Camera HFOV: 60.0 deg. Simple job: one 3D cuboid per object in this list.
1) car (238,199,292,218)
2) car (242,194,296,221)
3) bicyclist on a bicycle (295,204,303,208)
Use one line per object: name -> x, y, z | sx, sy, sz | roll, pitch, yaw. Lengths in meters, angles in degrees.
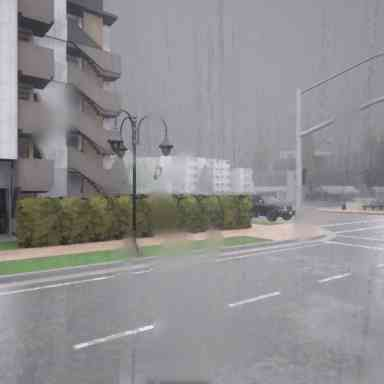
car -> 6.845, 1.478, 31.621 | 1.882, 1.535, 5.008 | 0, 0, -37
car -> 5.740, 1.221, 27.303 | 2.150, 2.045, 5.566 | 0, 0, -38
bicyclist on a bicycle -> 13.385, 1.301, 41.654 | 1.656, 1.620, 0.582 | 0, 0, -39
